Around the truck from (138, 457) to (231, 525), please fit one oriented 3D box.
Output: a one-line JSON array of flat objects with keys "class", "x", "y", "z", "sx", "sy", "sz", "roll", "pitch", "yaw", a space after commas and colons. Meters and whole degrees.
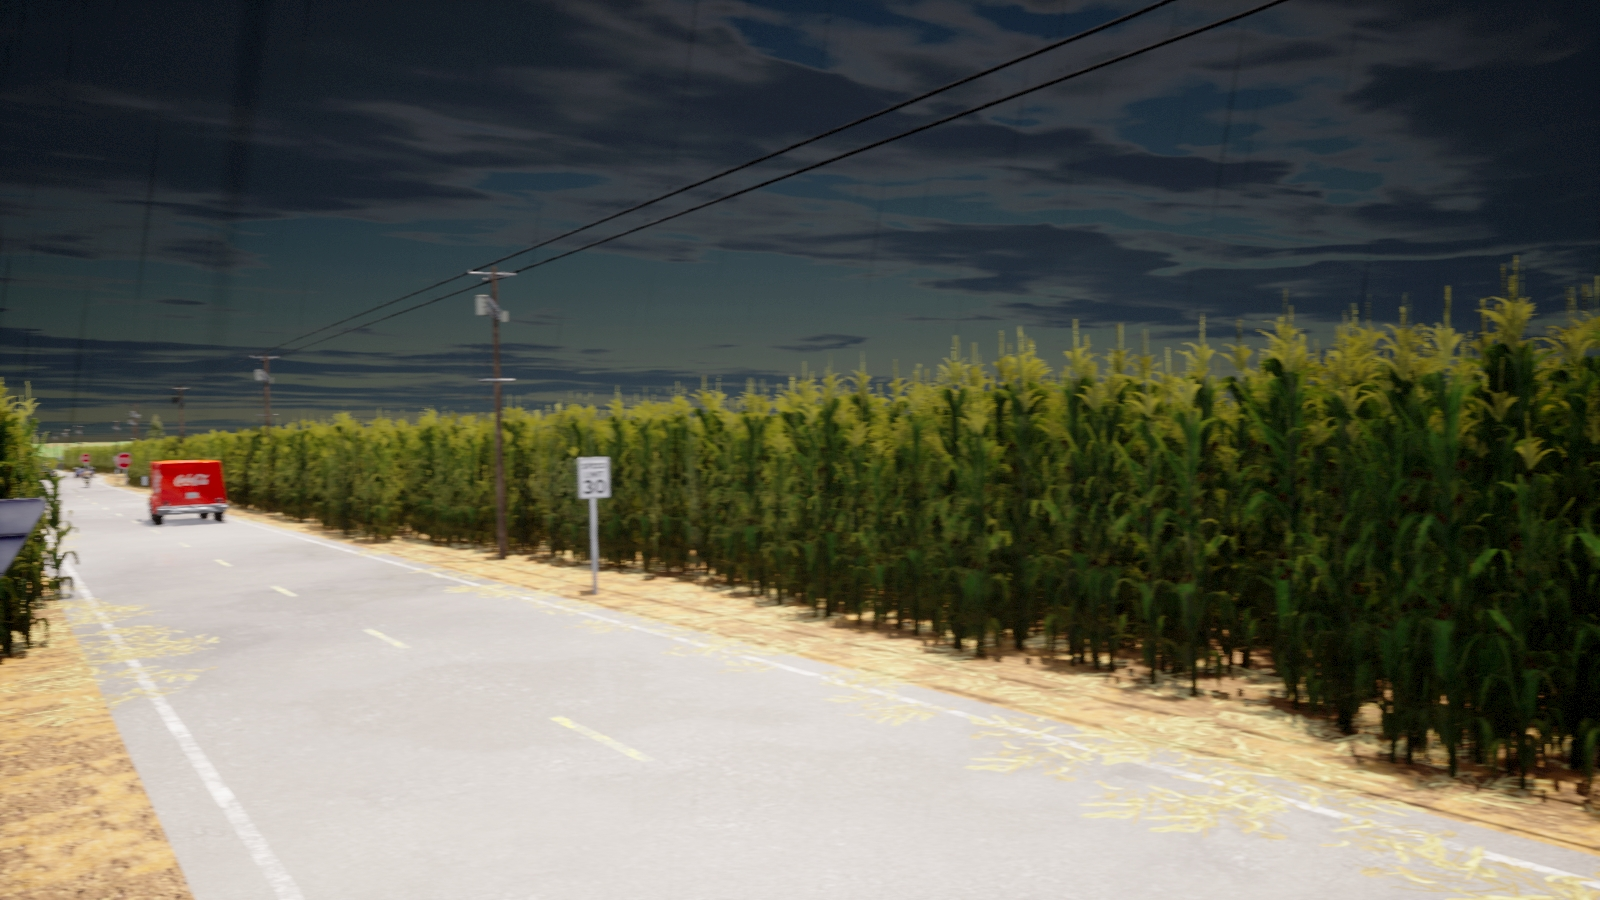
[{"class": "truck", "x": -25.005, "y": 1.576, "z": 46.327, "sx": 2.627, "sy": 2.467, "sz": 5.204, "roll": -2, "pitch": 1, "yaw": -35}]
